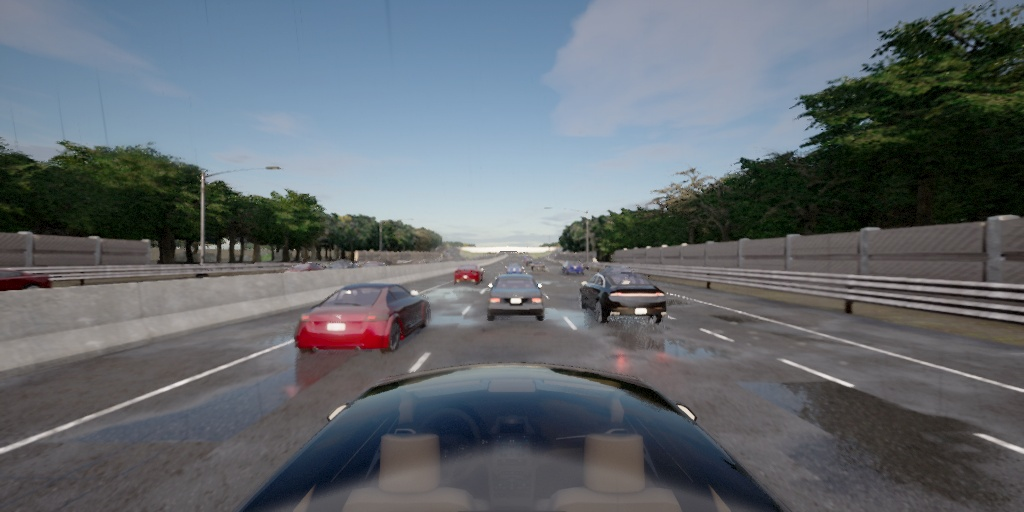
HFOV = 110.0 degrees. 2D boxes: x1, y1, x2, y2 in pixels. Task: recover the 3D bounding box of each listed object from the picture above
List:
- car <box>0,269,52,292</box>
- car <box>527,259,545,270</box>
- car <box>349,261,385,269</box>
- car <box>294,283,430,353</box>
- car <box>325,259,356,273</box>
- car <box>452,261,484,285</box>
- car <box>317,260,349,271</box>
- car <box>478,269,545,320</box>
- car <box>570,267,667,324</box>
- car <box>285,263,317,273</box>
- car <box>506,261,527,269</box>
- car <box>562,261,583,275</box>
[{"bbox_3d":[-24.396,1.297,16.119,1.882,1.535,5.008,0,0,-1],"label":"car"},{"bbox_3d":[3.790,1.536,52.959,2.128,1.511,4.902,0,0,1],"label":"car"},{"bbox_3d":[-13.957,1.415,35.889,1.882,1.535,5.008,0,0,1],"label":"car"},{"bbox_3d":[-3.391,1.347,8.932,1.994,1.385,4.181,0,0,0],"label":"car"},{"bbox_3d":[-24.292,1.381,50.907,2.097,1.767,4.553,0,0,1],"label":"car"},{"bbox_3d":[-3.316,1.368,28.178,1.882,1.535,5.008,0,0,0],"label":"car"},{"bbox_3d":[-17.448,1.436,36.921,2.128,1.511,4.902,0,0,1],"label":"car"},{"bbox_3d":[0.118,1.350,12.837,2.033,1.411,5.357,0,0,0],"label":"car"},{"bbox_3d":[3.515,1.291,12.171,2.128,1.511,4.902,0,0,0],"label":"car"},{"bbox_3d":[-20.951,1.466,36.400,1.812,1.442,4.674,0,0,1],"label":"car"},{"bbox_3d":[0.265,1.512,40.017,2.033,1.411,5.357,0,0,0],"label":"car"},{"bbox_3d":[7.293,1.338,43.451,2.097,1.767,4.553,0,0,1],"label":"car"}]
